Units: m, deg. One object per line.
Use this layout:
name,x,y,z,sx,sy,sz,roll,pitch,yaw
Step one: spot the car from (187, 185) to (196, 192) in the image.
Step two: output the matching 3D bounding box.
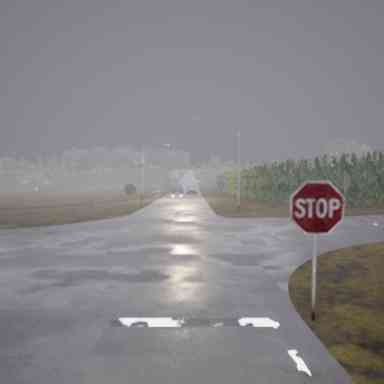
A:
car,-0.102,-0.796,71.978,1.895,1.301,4.718,0,3,0

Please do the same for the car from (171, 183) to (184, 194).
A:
car,-2.844,-0.720,66.085,2.150,2.045,5.566,0,3,0

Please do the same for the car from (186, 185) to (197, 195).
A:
car,-0.088,-0.214,61.966,1.812,1.442,4.674,0,3,0
